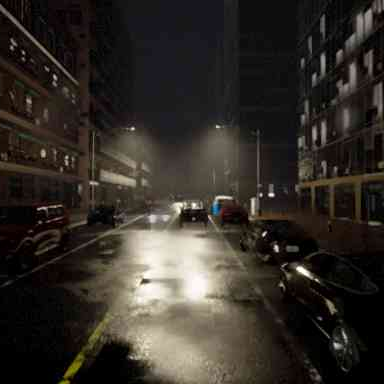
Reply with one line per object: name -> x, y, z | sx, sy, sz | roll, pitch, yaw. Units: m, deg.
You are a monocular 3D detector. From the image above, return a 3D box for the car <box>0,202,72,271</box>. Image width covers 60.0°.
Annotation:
car -> -5.665, 1.294, 11.081 | 2.192, 1.841, 5.009 | 1, 0, 0

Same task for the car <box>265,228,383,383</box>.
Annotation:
car -> 2.674, 1.556, 5.255 | 1.947, 1.339, 4.313 | 1, 0, 0

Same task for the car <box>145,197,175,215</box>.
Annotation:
car -> -3.083, 1.500, 32.731 | 1.994, 1.385, 4.181 | 0, 0, 0

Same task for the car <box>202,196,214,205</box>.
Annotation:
car -> 2.695, 1.412, 56.706 | 1.752, 1.417, 4.829 | 1, 0, 0

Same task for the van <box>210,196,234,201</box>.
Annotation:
van -> 2.688, 1.286, 28.046 | 1.690, 1.788, 3.998 | 1, 0, 0

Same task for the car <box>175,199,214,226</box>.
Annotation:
car -> 0.108, 1.448, 22.754 | 2.128, 1.511, 4.902 | 0, 0, 0

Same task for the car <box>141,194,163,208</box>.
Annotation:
car -> -5.652, 1.226, 45.269 | 2.192, 1.841, 5.009 | 1, 0, 0

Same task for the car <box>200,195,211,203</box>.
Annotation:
car -> 2.699, 1.415, 67.931 | 2.008, 1.369, 4.403 | 1, 0, 0

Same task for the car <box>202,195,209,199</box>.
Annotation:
car -> 2.693, 1.351, 45.140 | 1.967, 1.590, 4.097 | 1, 0, 0

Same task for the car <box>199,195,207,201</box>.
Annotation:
car -> 2.704, 1.366, 79.497 | 1.752, 1.417, 4.829 | 1, 0, 0

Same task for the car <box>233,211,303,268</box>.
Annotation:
car -> 2.676, 1.545, 10.954 | 1.947, 1.339, 4.313 | 1, 0, 0

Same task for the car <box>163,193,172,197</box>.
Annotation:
car -> -5.645, 1.304, 68.060 | 1.967, 1.590, 4.097 | 1, 0, 0

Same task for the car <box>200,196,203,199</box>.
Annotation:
car -> 0.114, 1.516, 42.803 | 1.895, 1.301, 4.718 | 0, 0, 0

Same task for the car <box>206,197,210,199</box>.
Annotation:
car -> 2.685, 1.500, 33.744 | 1.947, 1.339, 4.313 | 1, 0, 0

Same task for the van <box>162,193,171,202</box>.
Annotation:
van -> -5.641, 1.193, 73.757 | 1.690, 1.788, 3.998 | 1, 0, 0

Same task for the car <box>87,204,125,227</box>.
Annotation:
car -> -5.666, 1.522, 22.478 | 1.947, 1.339, 4.313 | 1, 0, 0

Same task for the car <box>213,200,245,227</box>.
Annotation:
car -> 2.681, 1.501, 22.349 | 1.887, 1.381, 4.507 | 1, 0, 0

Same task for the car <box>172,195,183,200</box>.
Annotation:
car -> -2.971, 1.349, 73.428 | 1.994, 1.385, 4.181 | 0, 0, 0

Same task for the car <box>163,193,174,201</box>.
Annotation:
car -> -5.638, 1.155, 79.454 | 2.192, 1.841, 5.009 | 1, 0, 0

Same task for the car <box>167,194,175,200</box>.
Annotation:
car -> -5.638, 1.344, 90.681 | 1.752, 1.417, 4.829 | 1, 0, 0

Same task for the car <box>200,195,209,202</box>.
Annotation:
car -> 2.702, 1.397, 73.629 | 1.887, 1.381, 4.507 | 1, 0, 0
